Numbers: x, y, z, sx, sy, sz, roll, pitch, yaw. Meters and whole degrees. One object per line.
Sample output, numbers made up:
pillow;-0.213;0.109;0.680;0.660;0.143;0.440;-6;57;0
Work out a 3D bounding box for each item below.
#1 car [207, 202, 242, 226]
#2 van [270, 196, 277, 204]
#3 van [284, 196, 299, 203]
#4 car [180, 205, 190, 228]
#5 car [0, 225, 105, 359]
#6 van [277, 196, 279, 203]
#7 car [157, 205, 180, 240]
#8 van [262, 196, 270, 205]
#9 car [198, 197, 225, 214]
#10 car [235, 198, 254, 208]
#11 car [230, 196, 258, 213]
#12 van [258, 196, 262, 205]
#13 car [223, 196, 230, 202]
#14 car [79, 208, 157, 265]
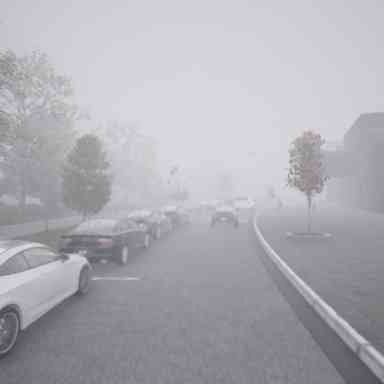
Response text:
car;2.514;1.685;24.628;1.812;1.442;4.674;0;0;10
van;17.235;1.839;75.854;1.878;1.987;4.442;-4;-1;29
van;26.456;2.030;89.847;1.878;1.987;4.442;-3;-2;35
car;-1.417;1.659;24.110;2.097;1.535;5.008;-1;0;10
car;-3.376;1.588;5.955;2.002;1.452;4.674;-1;-1;4
van;20.117;1.900;80.632;1.878;1.987;4.442;-4;-2;30
car;-2.350;1.621;17.852;2.231;1.521;4.892;-1;0;8
van;14.506;1.783;70.974;1.878;1.987;4.442;-4;-1;29
car;2.006;1.771;39.781;2.231;1.521;4.892;-4;-1;17
car;9.628;1.908;60.990;1.946;1.575;5.366;-4;-1;25
car;6.636;1.478;41.994;2.150;2.045;5.566;-1;-1;16
van;11.946;1.733;66.000;1.878;1.987;4.442;-4;-1;24
car;3.605;1.804;45.139;2.231;1.521;4.892;-4;-1;17
car;-2.936;1.598;12.173;2.097;1.535;5.008;-1;0;6
